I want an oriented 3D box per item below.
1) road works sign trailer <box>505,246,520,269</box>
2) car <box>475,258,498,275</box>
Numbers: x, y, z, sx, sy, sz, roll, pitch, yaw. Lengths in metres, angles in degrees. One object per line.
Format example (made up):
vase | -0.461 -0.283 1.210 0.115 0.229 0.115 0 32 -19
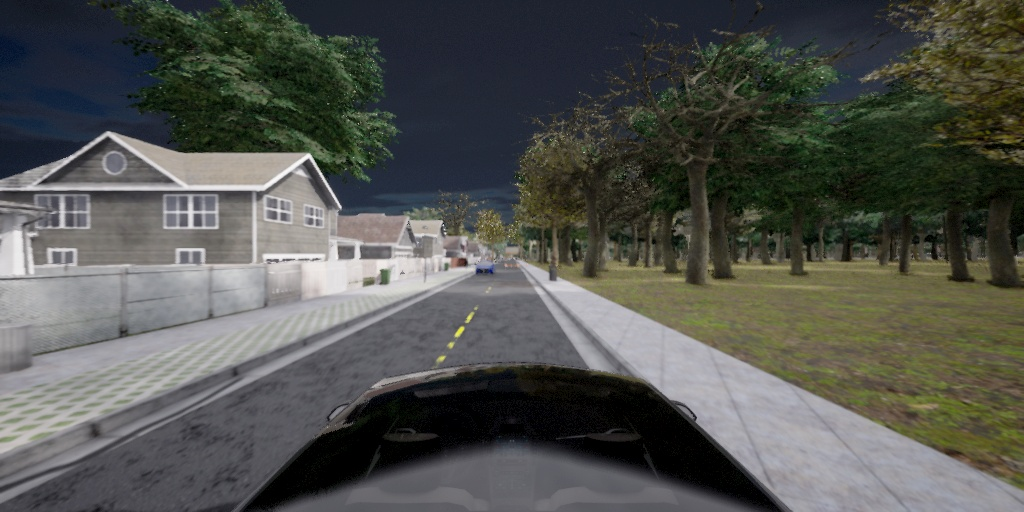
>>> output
road works sign trailer | 0.016 0.226 56.757 2.380 3.560 2.880 0 0 0
car | -2.827 1.230 38.558 1.882 1.535 5.008 0 0 0
